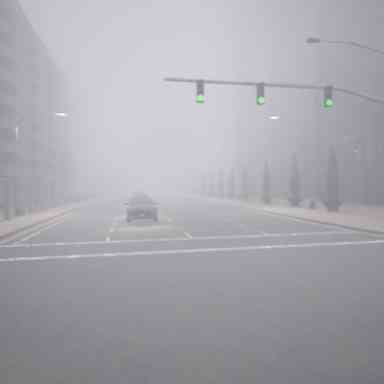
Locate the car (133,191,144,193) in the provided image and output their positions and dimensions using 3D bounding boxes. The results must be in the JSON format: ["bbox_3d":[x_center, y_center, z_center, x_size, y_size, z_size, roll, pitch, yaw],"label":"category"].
[{"bbox_3d":[-5.043,0.937,31.786,2.128,1.511,4.902,-1,1,-9],"label":"car"}]

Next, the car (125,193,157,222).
[{"bbox_3d":[-3.415,1.077,22.313,1.882,1.535,5.008,-1,1,-10],"label":"car"}]

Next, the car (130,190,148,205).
[{"bbox_3d":[-6.738,0.633,41.874,2.097,1.767,4.553,-1,1,-10],"label":"car"}]
